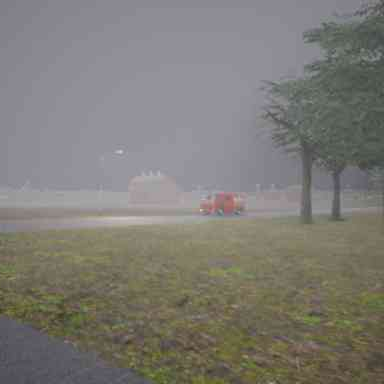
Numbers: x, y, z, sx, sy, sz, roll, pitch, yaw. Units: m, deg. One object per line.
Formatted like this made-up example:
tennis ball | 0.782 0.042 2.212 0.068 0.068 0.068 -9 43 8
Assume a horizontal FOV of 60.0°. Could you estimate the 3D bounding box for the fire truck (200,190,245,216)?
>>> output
fire truck | 4.808 1.622 51.068 2.891 3.827 8.468 0 -2 39
